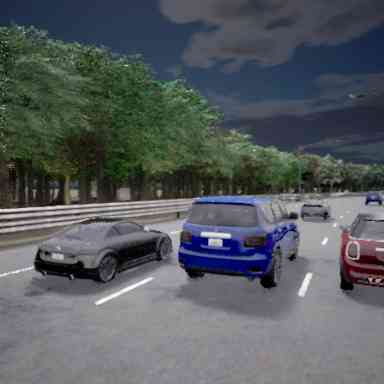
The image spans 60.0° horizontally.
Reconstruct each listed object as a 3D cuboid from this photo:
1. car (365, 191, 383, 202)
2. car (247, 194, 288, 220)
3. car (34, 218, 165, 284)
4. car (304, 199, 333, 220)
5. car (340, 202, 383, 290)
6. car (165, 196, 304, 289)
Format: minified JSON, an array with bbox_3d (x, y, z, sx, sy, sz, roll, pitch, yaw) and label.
[{"bbox_3d":[27.937,0.928,50.922,2.150,2.045,5.566,1,1,32],"label":"car"},{"bbox_3d":[6.085,1.112,26.377,2.097,1.767,4.553,1,1,27],"label":"car"},{"bbox_3d":[-2.212,1.429,9.387,1.994,1.385,4.181,1,1,25],"label":"car"},{"bbox_3d":[9.675,1.298,25.713,2.128,1.511,4.902,1,1,27],"label":"car"},{"bbox_3d":[4.996,1.305,8.581,2.097,1.767,4.553,1,1,25],"label":"car"},{"bbox_3d":[1.616,1.129,9.349,2.150,2.045,5.566,1,1,25],"label":"car"}]
